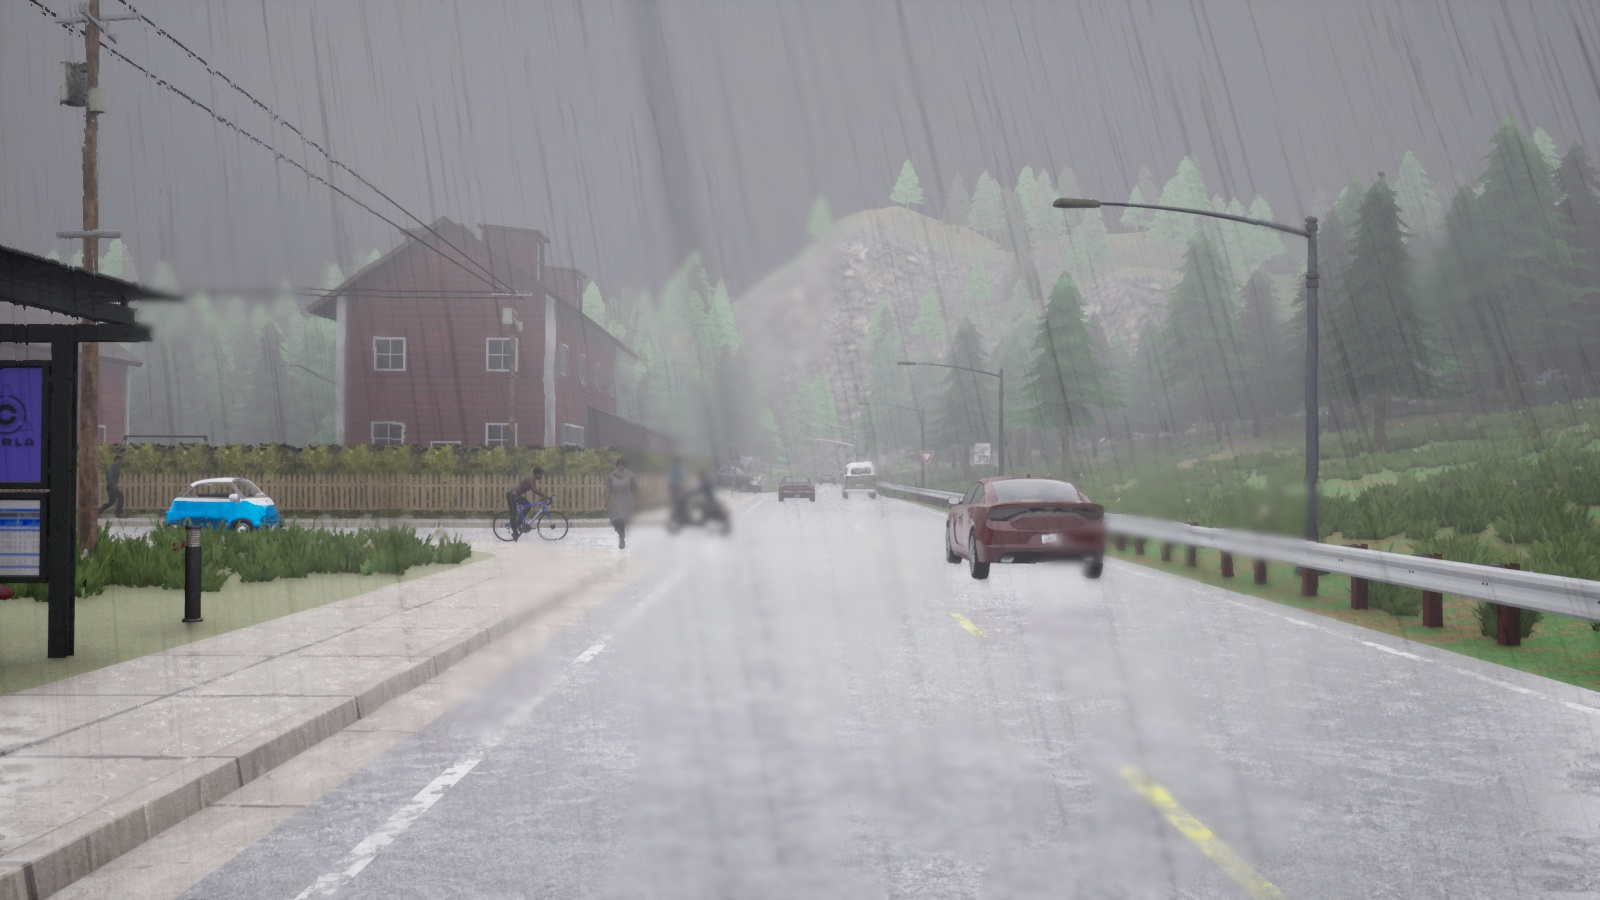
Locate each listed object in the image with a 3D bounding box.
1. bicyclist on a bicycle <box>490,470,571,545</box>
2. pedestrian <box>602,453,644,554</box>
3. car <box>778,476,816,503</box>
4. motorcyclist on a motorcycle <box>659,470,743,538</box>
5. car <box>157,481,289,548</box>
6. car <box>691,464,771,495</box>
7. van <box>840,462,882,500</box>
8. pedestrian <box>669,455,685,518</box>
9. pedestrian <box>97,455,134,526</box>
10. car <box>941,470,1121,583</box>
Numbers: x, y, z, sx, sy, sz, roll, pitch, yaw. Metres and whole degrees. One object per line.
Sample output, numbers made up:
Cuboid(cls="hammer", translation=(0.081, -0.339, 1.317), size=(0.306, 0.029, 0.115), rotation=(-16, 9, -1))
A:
Cuboid(cls="bicyclist on a bicycle", translation=(-5.868, 1.250, 27.413), size=(1.656, 1.620, 0.582), rotation=(0, -1, -4))
Cuboid(cls="pedestrian", translation=(-3.484, 1.034, 24.746), size=(0.659, 1.952, 0.873), rotation=(0, -1, 4))
Cuboid(cls="car", translation=(-0.153, 1.991, 64.166), size=(1.895, 1.301, 4.718), rotation=(0, -1, 0))
Cuboid(cls="motorcyclist on a motorcycle", translation=(-2.374, 1.282, 30.135), size=(1.817, 1.590, 0.866), rotation=(-1, -1, 21))
Cuboid(cls="car", translation=(-12.526, 1.378, 27.339), size=(2.207, 1.376, 1.481), rotation=(-1, -1, 0))
Cuboid(cls="car", translation=(-4.327, 1.842, 78.626), size=(4.605, 1.855, 1.932), rotation=(0, -2, 19))
Cuboid(cls="van", translation=(3.333, 1.689, 69.495), size=(2.069, 2.038, 4.480), rotation=(0, -1, 0))
Cuboid(cls="pedestrian", translation=(-3.821, 1.137, 38.927), size=(0.396, 1.930, 0.692), rotation=(0, -1, 3))
Cuboid(cls="pedestrian", translation=(-18.938, 1.128, 34.758), size=(0.788, 1.949, 0.423), rotation=(0, -1, -2))
Cuboid(cls="car", translation=(3.453, 1.110, 19.752), size=(1.882, 1.535, 5.008), rotation=(0, -1, 0))
